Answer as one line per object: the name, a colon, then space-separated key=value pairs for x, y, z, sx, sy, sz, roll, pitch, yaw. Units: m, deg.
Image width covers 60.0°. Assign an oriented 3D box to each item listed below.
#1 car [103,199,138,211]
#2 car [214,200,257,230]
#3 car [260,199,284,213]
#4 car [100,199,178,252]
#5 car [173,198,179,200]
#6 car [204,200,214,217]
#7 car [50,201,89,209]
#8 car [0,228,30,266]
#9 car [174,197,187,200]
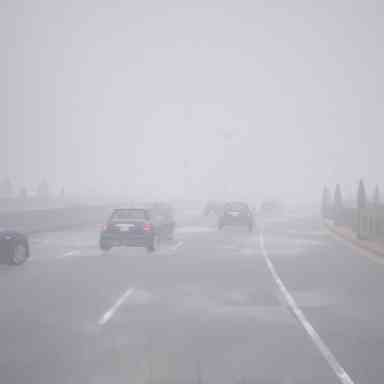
car: x=-8.776 y=1.580 z=41.350 sx=1.895 sy=1.301 sz=4.718 roll=0 pitch=0 yaw=23
car: x=3.023 y=1.359 z=21.441 sx=2.097 sy=1.767 sz=4.553 roll=0 pitch=0 yaw=14
car: x=9.276 y=1.499 z=38.253 sx=1.882 sy=1.535 sz=5.008 roll=0 pitch=0 yaw=26
car: x=-2.096 y=1.347 z=14.072 sx=2.097 sy=1.767 sz=4.553 roll=0 pitch=0 yaw=9
car: x=-2.870 y=1.498 z=26.386 sx=1.837 sy=1.490 sz=4.892 roll=0 pitch=0 yaw=16
car: x=2.565 y=1.511 z=31.548 sx=1.837 sy=1.490 sz=4.892 roll=0 pitch=0 yaw=21
car: x=-10.084 y=1.502 z=27.312 sx=1.812 sy=1.442 sz=4.674 roll=0 pitch=0 yaw=17
car: x=-6.321 y=1.337 z=8.701 sx=2.097 sy=1.767 sz=4.553 roll=0 pitch=0 yaw=5
car: x=-2.603 y=1.601 z=59.944 sx=1.895 sy=1.301 sz=4.718 roll=0 pitch=0 yaw=34
